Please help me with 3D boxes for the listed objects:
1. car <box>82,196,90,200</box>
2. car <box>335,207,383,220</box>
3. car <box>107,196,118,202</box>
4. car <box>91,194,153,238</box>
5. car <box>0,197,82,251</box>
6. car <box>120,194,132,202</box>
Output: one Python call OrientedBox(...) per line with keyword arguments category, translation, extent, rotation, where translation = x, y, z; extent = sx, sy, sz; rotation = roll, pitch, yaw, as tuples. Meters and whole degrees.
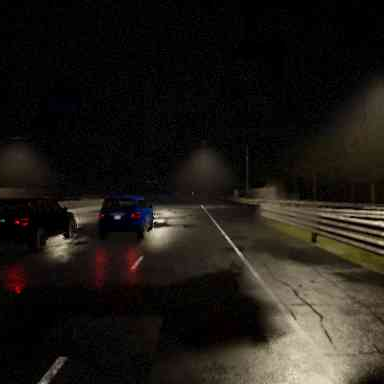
OrientedBox(category="car", translation=(-28.037, 1.809, 87.847), extent=(1.882, 1.535, 5.008), rotation=(0, 0, 0))
OrientedBox(category="car", translation=(13.222, 1.787, 25.096), extent=(1.895, 1.301, 4.718), rotation=(0, 0, -23))
OrientedBox(category="car", translation=(-21.038, 1.810, 88.191), extent=(1.882, 1.535, 5.008), rotation=(0, 0, 0))
OrientedBox(category="car", translation=(-3.399, 1.255, 17.864), extent=(2.150, 2.045, 5.566), rotation=(0, 0, 0))
OrientedBox(category="car", translation=(-6.899, 1.246, 14.402), extent=(2.150, 2.045, 5.566), rotation=(0, 0, 0))
OrientedBox(category="car", translation=(-17.538, 1.558, 88.180), extent=(2.150, 2.045, 5.566), rotation=(0, 0, 0))
